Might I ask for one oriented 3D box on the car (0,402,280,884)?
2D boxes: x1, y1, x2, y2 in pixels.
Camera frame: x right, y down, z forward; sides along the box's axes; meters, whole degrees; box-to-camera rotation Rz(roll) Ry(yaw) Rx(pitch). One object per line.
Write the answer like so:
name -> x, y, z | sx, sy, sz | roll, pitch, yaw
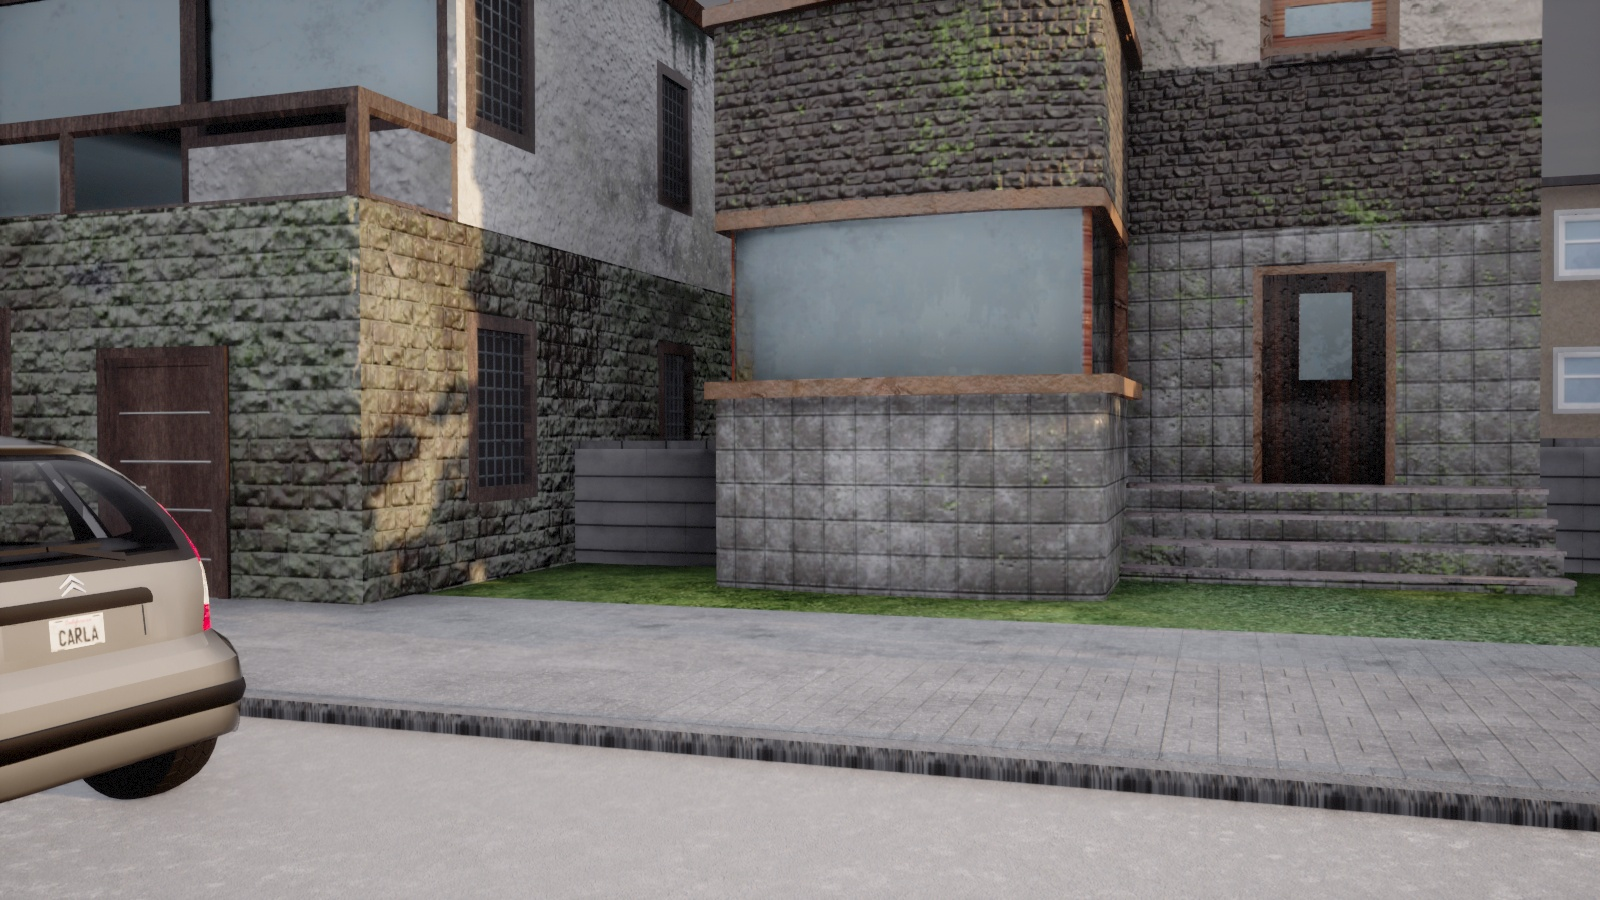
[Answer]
car -> -4.446, 0.625, 5.213 | 3.988, 1.617, 1.851 | 1, 1, 19
